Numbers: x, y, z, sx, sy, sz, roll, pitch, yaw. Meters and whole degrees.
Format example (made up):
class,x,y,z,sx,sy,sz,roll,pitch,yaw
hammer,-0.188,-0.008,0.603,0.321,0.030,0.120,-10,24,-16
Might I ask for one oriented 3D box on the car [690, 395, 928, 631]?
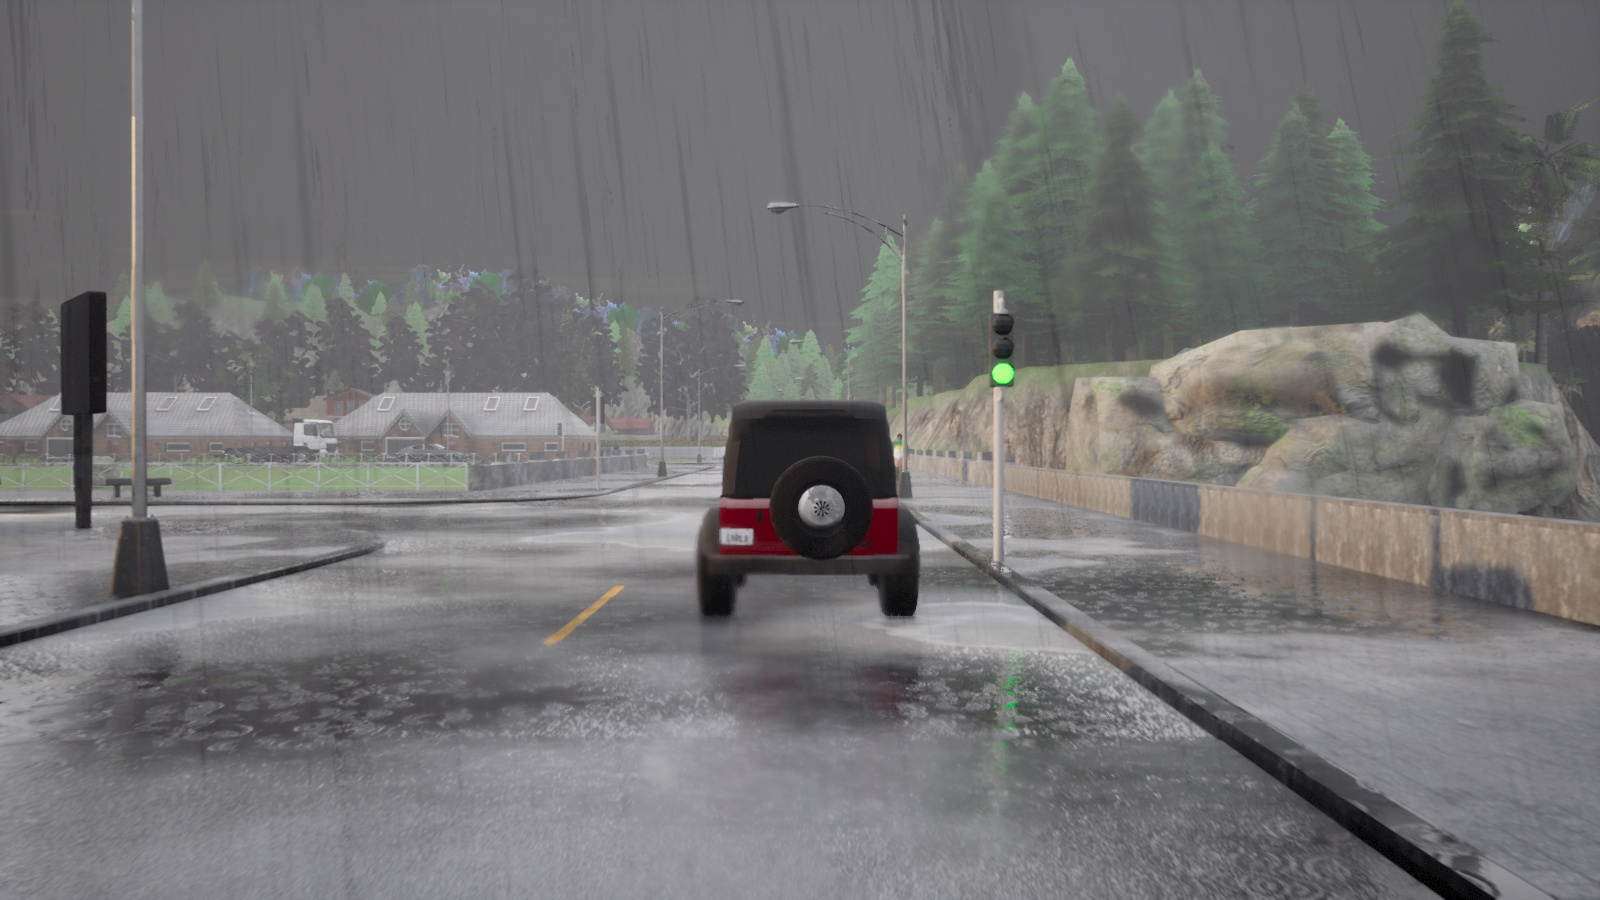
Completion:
class,x,y,z,sx,sy,sz,roll,pitch,yaw
car,0.080,0.494,11.958,1.905,1.878,3.866,0,0,0

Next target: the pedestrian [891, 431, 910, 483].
class,x,y,z,sx,sy,sz,roll,pitch,yaw
pedestrian,3.814,0.264,47.799,0.659,1.952,0.873,0,0,0

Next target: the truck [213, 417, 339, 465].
class,x,y,z,sx,sy,sz,roll,pitch,yaw
truck,-37.794,-0.637,90.726,7.936,3.462,2.891,0,0,0

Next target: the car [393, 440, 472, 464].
class,x,y,z,sx,sy,sz,roll,pitch,yaw
car,-26.498,0.132,90.669,5.027,1.651,2.152,0,0,0
